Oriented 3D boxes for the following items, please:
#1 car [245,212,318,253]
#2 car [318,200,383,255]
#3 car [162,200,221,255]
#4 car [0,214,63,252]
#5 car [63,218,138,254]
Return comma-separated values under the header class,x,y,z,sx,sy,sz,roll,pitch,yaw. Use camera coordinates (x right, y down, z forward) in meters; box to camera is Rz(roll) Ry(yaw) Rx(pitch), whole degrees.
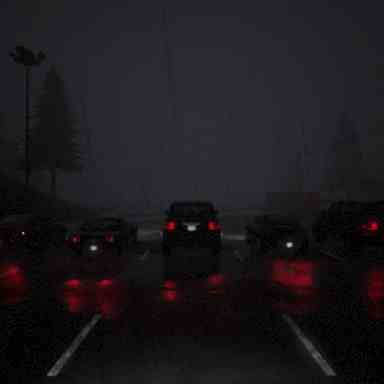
class,x,y,z,sx,sy,sz,roll,pitch,yaw
car,3.487,1.641,14.311,1.837,1.490,4.892,0,0,0
car,6.984,1.348,14.038,2.150,2.045,5.566,0,0,0
car,-0.015,1.348,14.039,2.150,2.045,5.566,0,0,0
car,-7.013,1.660,14.388,1.812,1.442,4.674,0,0,0
car,-3.515,1.733,14.106,1.895,1.301,4.718,0,0,0
